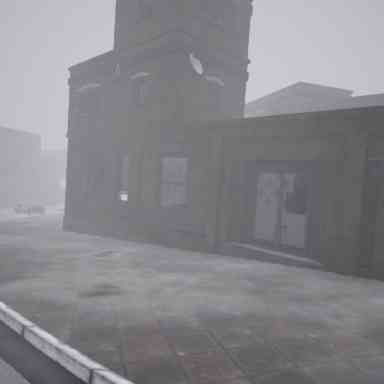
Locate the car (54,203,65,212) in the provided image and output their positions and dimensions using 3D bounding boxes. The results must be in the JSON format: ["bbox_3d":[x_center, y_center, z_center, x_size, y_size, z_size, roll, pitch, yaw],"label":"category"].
[{"bbox_3d":[-18.608,2.363,50.774,2.033,1.411,5.357,4,-1,16],"label":"car"}]

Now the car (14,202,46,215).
[{"bbox_3d":[-19.768,1.991,40.859,2.128,1.511,4.902,4,-1,3],"label":"car"}]
